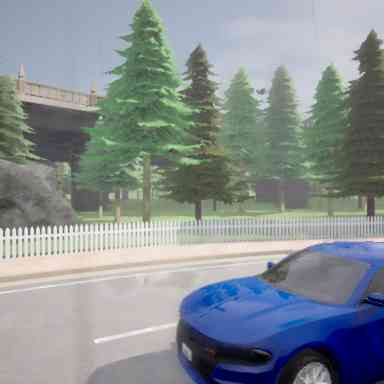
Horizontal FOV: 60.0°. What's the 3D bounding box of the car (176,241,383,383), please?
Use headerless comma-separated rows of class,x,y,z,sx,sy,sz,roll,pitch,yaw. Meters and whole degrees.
car,2.237,1.477,4.645,5.008,1.535,1.882,0,0,-23
